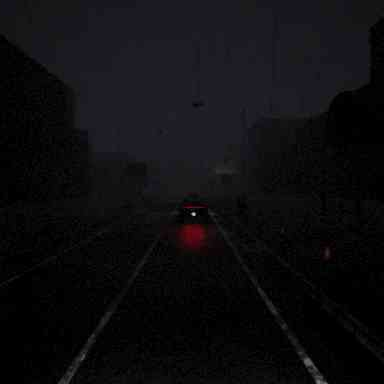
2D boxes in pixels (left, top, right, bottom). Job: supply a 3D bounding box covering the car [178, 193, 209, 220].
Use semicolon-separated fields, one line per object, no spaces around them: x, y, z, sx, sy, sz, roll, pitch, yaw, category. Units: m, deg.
0.102;1.050;22.966;1.837;1.490;4.892;0;2;0;car
